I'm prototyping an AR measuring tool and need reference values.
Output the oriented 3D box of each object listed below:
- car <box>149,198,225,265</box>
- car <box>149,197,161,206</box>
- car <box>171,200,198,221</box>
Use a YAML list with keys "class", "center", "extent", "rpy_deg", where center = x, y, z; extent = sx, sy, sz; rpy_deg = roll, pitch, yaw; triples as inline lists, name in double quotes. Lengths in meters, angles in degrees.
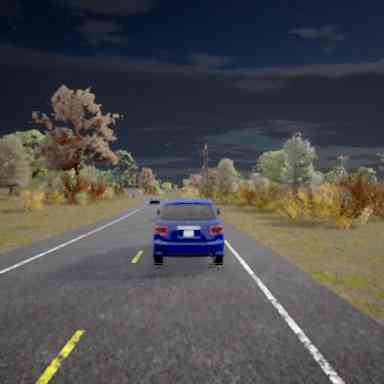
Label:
- class: "car"
  center: [-0.124, 1.228, 11.879]
  extent: [2.150, 2.045, 5.566]
  rpy_deg: [0, 0, -1]
- class: "car"
  center: [-6.350, 1.602, 57.032]
  extent: [1.895, 1.301, 4.718]
  rpy_deg: [0, 0, -5]
- class: "car"
  center: [-0.684, 1.498, 28.006]
  extent: [2.128, 1.511, 4.902]
  rpy_deg: [0, 0, -2]
